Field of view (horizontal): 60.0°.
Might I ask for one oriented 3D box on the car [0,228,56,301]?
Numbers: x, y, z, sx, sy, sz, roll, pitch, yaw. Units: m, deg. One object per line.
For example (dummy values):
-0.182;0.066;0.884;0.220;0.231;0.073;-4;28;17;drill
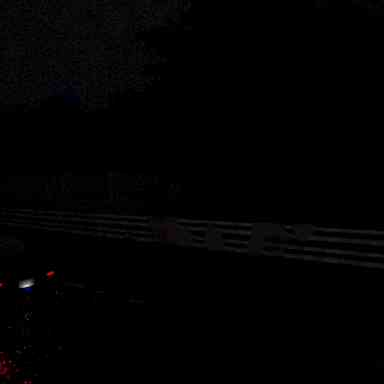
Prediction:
-4.955;1.526;7.532;4.674;1.442;1.812;0;0;36;car
